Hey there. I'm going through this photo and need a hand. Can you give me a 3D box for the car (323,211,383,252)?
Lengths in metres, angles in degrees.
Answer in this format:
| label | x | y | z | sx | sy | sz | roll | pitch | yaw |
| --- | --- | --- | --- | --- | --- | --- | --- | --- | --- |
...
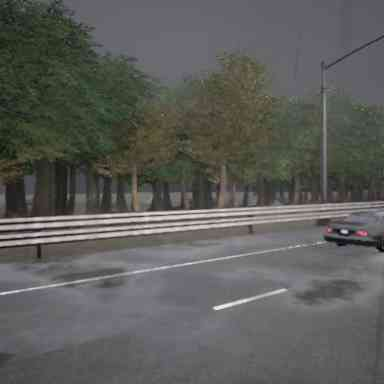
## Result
| label | x | y | z | sx | sy | sz | roll | pitch | yaw |
| --- | --- | --- | --- | --- | --- | --- | --- | --- | --- |
| car | 7.516 | 1.462 | 13.396 | 5.357 | 1.411 | 2.033 | 0 | 0 | -36 |
